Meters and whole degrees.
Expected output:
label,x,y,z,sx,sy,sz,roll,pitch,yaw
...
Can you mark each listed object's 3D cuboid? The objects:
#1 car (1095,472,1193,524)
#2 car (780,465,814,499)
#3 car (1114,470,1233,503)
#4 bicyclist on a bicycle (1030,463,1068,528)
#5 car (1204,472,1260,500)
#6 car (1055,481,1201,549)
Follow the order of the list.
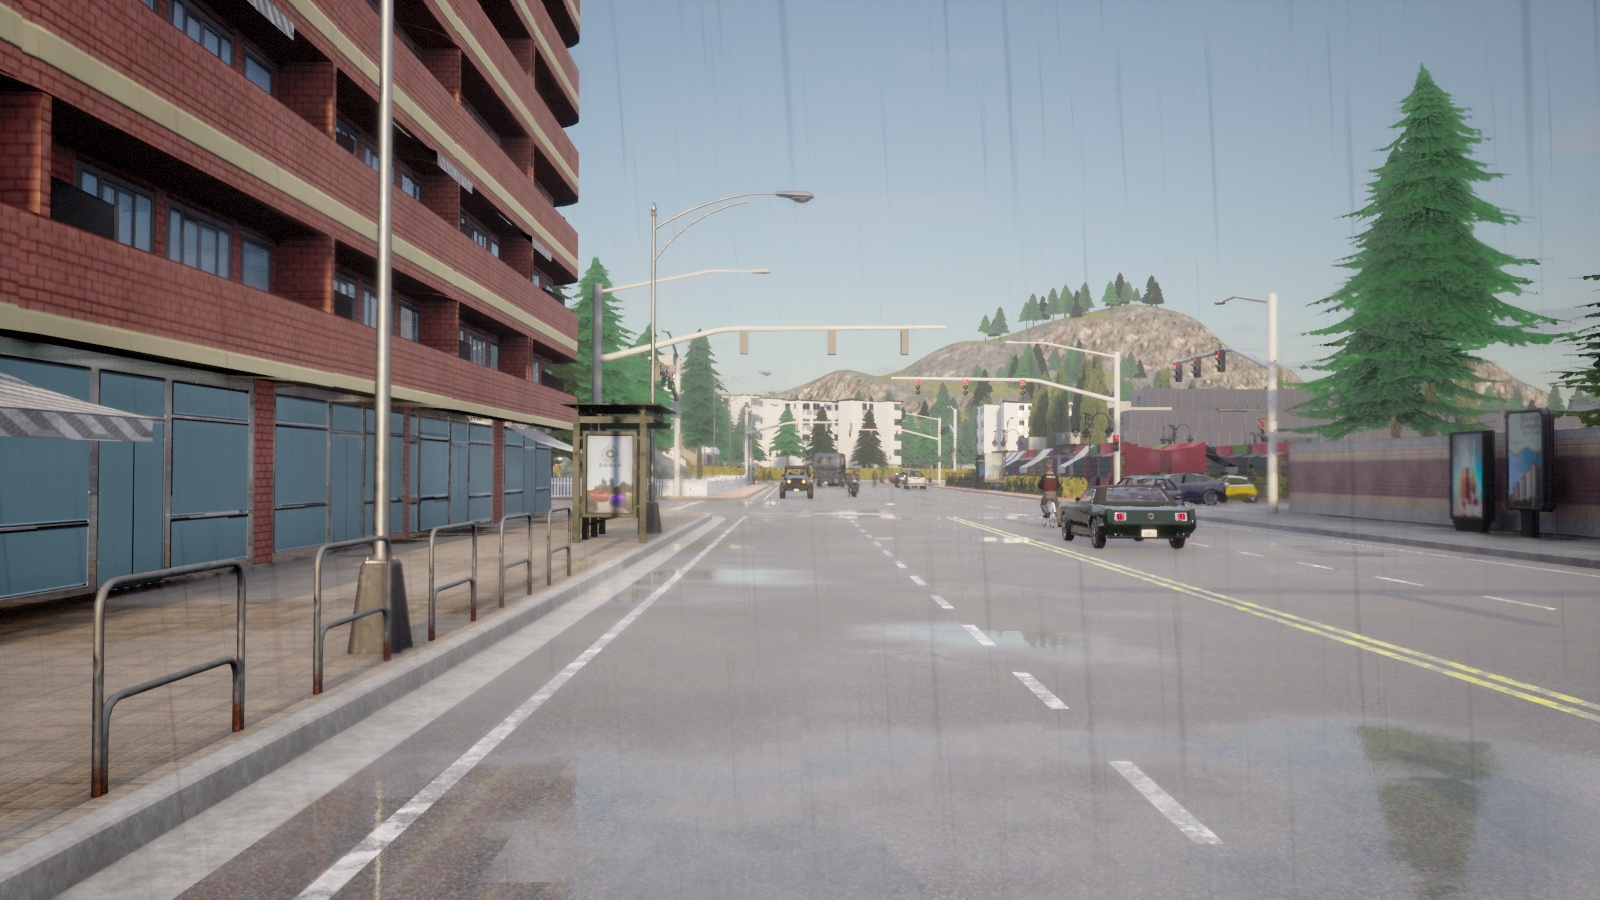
label,x,y,z,sx,sy,sz,roll,pitch,yaw
car,10.400,1.428,38.265,1.816,1.474,4.193,0,-1,0
car,-0.188,1.817,72.000,1.905,1.878,3.866,0,-1,0
car,17.086,1.659,57.638,4.792,1.488,2.163,0,-1,-3
bicyclist on a bicycle,6.908,1.242,34.922,0.659,1.776,1.843,0,-1,0
car,21.077,1.756,61.270,2.207,1.376,1.481,0,-1,0
car,6.929,1.340,27.048,1.895,1.301,4.718,0,-1,0
